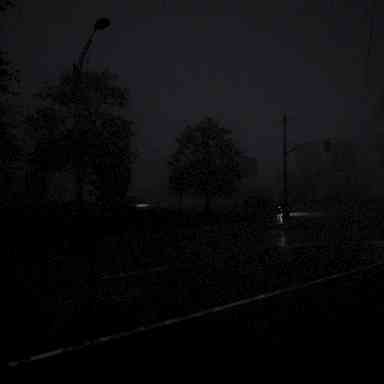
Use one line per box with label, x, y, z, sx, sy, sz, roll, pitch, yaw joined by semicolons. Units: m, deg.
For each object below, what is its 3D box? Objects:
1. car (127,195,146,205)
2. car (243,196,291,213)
car;-8.670;1.219;50.131;1.994;1.385;4.181;-2;1;-39
car;6.834;1.148;30.575;1.837;1.490;4.892;-2;3;-36
